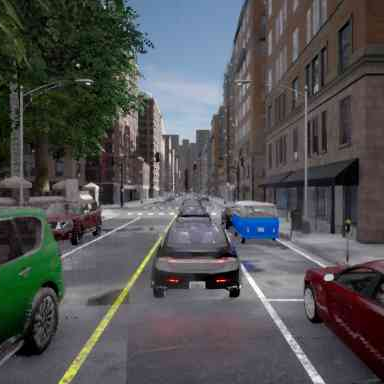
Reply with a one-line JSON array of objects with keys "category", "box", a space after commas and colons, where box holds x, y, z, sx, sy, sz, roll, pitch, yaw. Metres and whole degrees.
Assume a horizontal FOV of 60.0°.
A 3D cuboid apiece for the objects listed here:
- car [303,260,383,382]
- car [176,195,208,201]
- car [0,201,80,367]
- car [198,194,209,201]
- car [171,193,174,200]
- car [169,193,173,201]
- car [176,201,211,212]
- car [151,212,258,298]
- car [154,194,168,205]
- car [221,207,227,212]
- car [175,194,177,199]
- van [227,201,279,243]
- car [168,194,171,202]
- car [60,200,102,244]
[{"category": "car", "box": [2.853, 1.544, 4.291, 1.887, 1.381, 4.507, 0, 0, 0]}, {"category": "car", "box": [-0.009, 1.338, 27.629, 2.097, 1.767, 4.553, 0, 0, 0]}, {"category": "car", "box": [-3.101, 1.221, 3.114, 2.150, 2.045, 5.566, 0, 0, 0]}, {"category": "car", "box": [2.833, 1.387, 75.649, 1.967, 1.590, 4.097, 0, 0, 0]}, {"category": "car", "box": [-5.691, 1.492, 75.611, 1.887, 1.381, 4.507, 0, 0, 0]}, {"category": "car", "box": [-5.689, 1.494, 70.160, 1.887, 1.381, 4.507, 0, 0, 0]}, {"category": "car", "box": [0.093, 1.485, 18.452, 2.128, 1.511, 4.902, 0, 0, 0]}, {"category": "car", "box": [0.098, 1.490, 8.513, 2.128, 1.511, 4.902, 0, 0, 0]}, {"category": "car", "box": [-5.686, 1.480, 59.088, 1.752, 1.417, 4.829, 0, 0, 0]}, {"category": "car", "box": [2.849, 1.558, 21.272, 1.947, 1.339, 4.313, 0, 0, 0]}, {"category": "car", "box": [-5.694, 1.497, 86.512, 2.008, 1.369, 4.403, 0, 0, 0]}, {"category": "van", "box": [2.850, 1.336, 15.612, 1.690, 1.788, 3.998, 0, 0, 0]}, {"category": "car", "box": [-5.688, 1.502, 64.709, 2.008, 1.369, 4.403, 0, 0, 0]}, {"category": "car", "box": [-5.674, 1.310, 15.570, 2.192, 1.841, 5.009, 0, 0, 0]}]
